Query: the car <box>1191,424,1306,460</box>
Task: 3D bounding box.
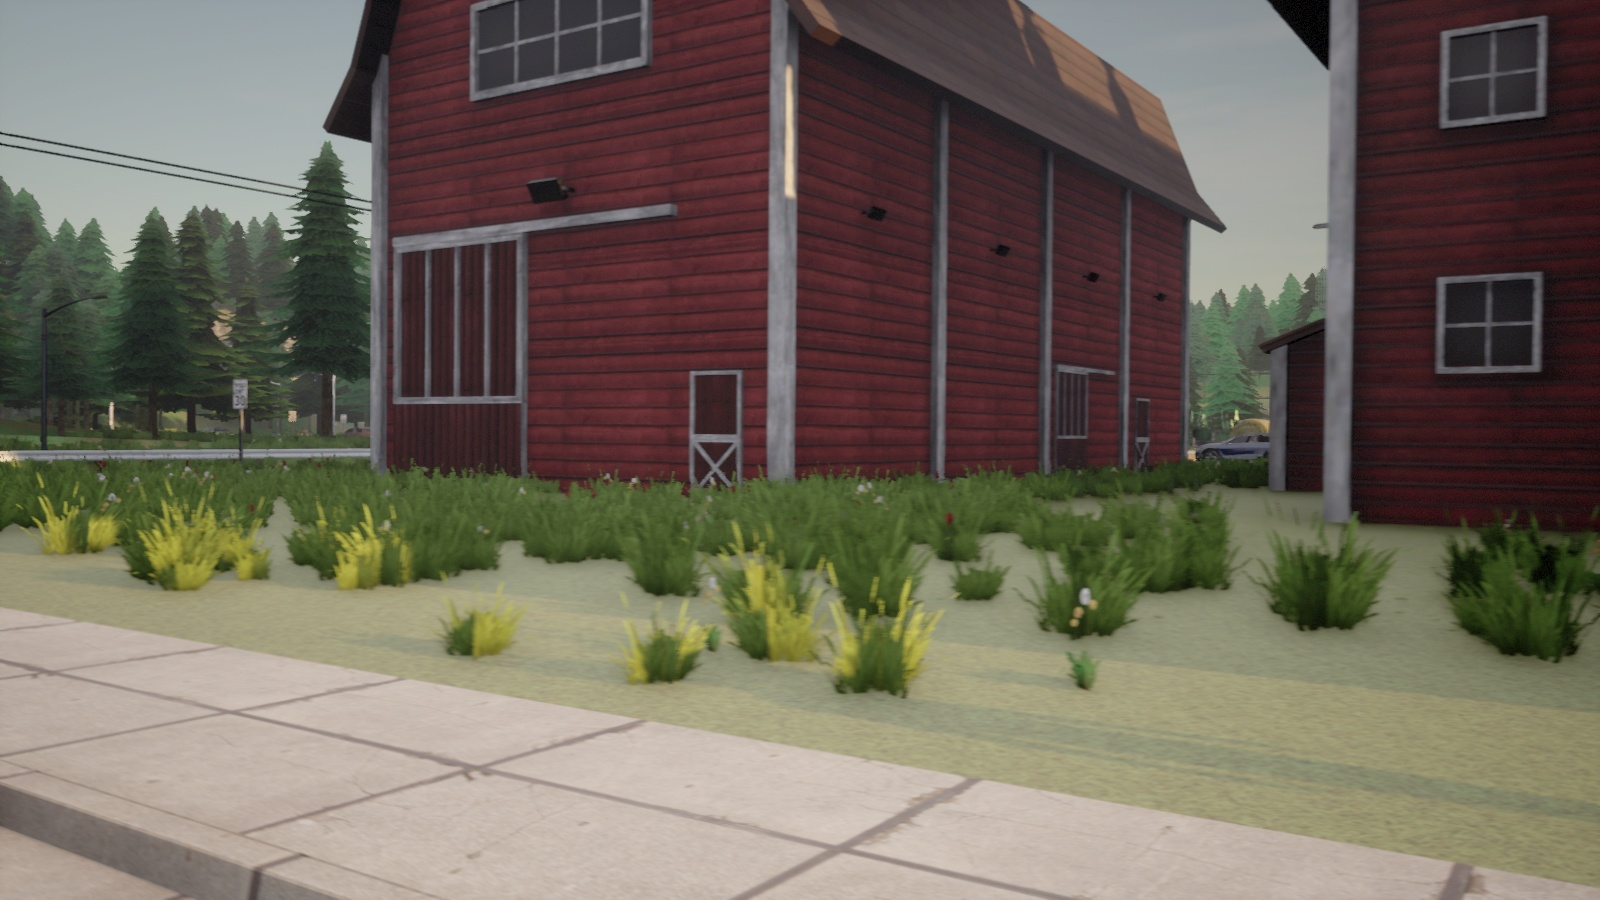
[{"bbox_3d":[21.611,-0.392,60.566,4.856,1.649,2.033,0,1,34],"label":"car"}]
